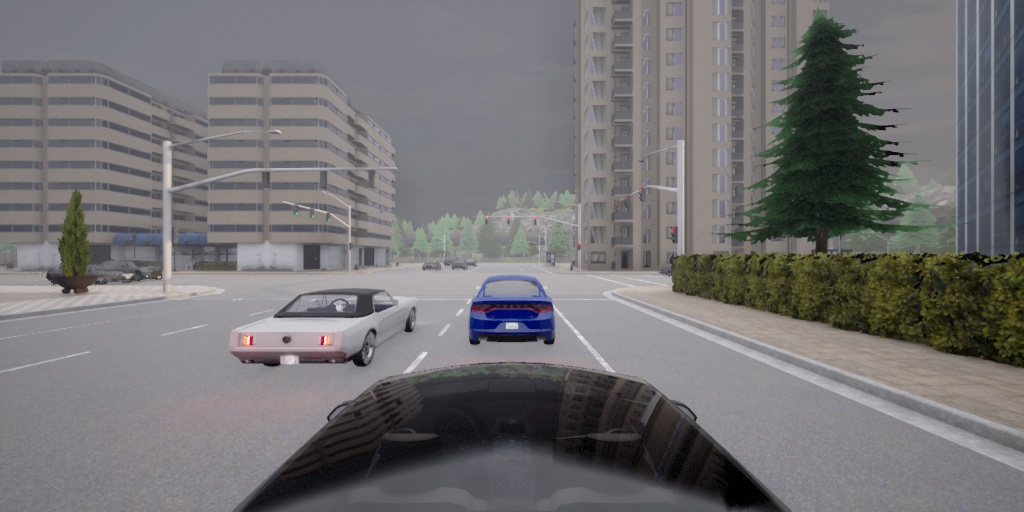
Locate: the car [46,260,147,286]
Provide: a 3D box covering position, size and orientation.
[{"bbox_3d":[-29.018,1.241,24.836,4.902,1.511,2.128,0,0,0],"label":"car"}]

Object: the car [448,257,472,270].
[{"bbox_3d":[-7.524,1.296,52.303,2.033,1.411,5.357,0,0,0],"label":"car"}]

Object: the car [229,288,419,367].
[{"bbox_3d":[-3.497,1.351,7.873,1.895,1.301,4.718,0,0,0],"label":"car"}]

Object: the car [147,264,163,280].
[{"bbox_3d":[-30.109,1.102,28.338,4.553,1.767,2.097,0,0,0],"label":"car"}]

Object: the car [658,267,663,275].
[{"bbox_3d":[16.957,1.275,35.466,4.674,1.442,1.812,0,0,0],"label":"car"}]

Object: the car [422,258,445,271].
[{"bbox_3d":[-11.011,1.312,49.409,1.994,1.385,4.181,0,0,0],"label":"car"}]

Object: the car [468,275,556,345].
[{"bbox_3d":[-0.005,1.227,9.539,1.882,1.535,5.008,0,0,0],"label":"car"}]

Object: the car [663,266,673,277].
[{"bbox_3d":[16.619,1.227,31.988,5.008,1.535,1.882,0,0,0],"label":"car"}]
